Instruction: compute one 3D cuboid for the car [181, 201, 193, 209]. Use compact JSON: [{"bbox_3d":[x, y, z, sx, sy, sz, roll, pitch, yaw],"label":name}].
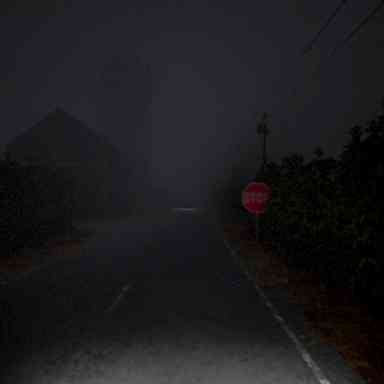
[{"bbox_3d":[-0.842,2.208,59.176,1.994,1.385,4.181,0,-1,5],"label":"car"}]
